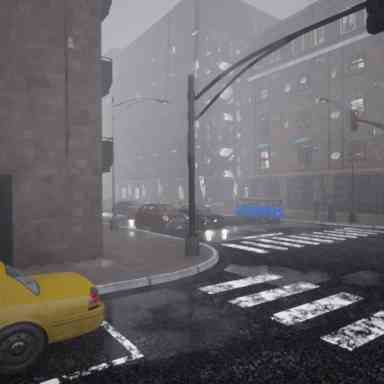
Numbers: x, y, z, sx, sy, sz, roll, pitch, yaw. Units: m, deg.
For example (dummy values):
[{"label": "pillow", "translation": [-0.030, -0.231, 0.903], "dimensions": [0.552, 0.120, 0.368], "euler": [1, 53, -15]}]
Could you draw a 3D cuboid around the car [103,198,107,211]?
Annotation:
[{"label": "car", "translation": [-11.544, 1.452, 37.874], "dimensions": [2.128, 1.511, 4.902], "euler": [-1, 0, -36]}]

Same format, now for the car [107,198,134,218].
[{"label": "car", "translation": [-5.604, 1.493, 29.650], "dimensions": [1.812, 1.442, 4.674], "euler": [-1, 0, -36]}]

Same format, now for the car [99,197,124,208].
[{"label": "car", "translation": [-11.626, 1.462, 47.852], "dimensions": [1.887, 1.381, 4.507], "euler": [-1, 0, -36]}]

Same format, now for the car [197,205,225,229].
[{"label": "car", "translation": [0.231, 1.545, 21.584], "dimensions": [1.994, 1.385, 4.181], "euler": [-1, 0, -36]}]

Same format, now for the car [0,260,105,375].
[{"label": "car", "translation": [-3.566, 1.525, 4.024], "dimensions": [4.829, 1.417, 1.752], "euler": [0, 0, -35]}]

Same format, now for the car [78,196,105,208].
[{"label": "car", "translation": [-14.271, 1.428, 46.997], "dimensions": [2.128, 1.511, 4.902], "euler": [-1, 0, -36]}]

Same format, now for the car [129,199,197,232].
[{"label": "car", "translation": [-1.834, 1.440, 20.021], "dimensions": [1.967, 1.590, 4.097], "euler": [0, 0, -36]}]

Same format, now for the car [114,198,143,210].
[{"label": "car", "translation": [-8.308, 1.462, 43.265], "dimensions": [1.887, 1.381, 4.507], "euler": [-1, 0, -36]}]

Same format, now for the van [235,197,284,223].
[{"label": "van", "translation": [4.967, 1.279, 24.917], "dimensions": [1.690, 1.788, 3.998], "euler": [0, 0, -36]}]
